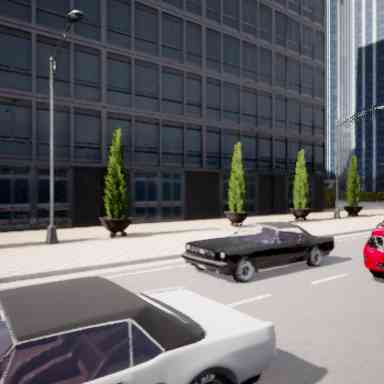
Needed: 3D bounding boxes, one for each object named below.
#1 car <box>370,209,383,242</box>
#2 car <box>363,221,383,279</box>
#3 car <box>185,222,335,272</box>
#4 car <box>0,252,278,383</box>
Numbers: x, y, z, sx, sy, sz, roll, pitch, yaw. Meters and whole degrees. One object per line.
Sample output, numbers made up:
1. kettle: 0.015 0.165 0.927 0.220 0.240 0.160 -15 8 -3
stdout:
1. car: 10.963 1.503 16.019 5.357 1.411 2.033 0 0 -35
2. car: 6.865 1.195 8.863 5.566 2.045 2.150 0 0 -35
3. car: 2.059 1.583 9.746 4.718 1.301 1.895 0 0 -35
4. car: -1.496 1.600 2.920 4.718 1.301 1.895 0 0 -36
